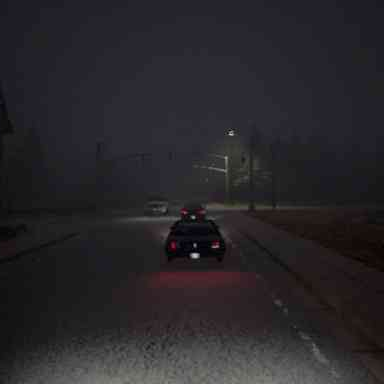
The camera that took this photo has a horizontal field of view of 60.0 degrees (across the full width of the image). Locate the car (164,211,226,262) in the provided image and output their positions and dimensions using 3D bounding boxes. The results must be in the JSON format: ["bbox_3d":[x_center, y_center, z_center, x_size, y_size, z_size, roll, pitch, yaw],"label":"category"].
[{"bbox_3d":[0.097,1.625,12.210,1.895,1.301,4.718,-1,0,0],"label":"car"}]

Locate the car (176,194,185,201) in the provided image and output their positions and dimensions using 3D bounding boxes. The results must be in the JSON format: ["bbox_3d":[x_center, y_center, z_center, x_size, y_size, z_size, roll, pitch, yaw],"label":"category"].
[{"bbox_3d":[-3.184,1.436,90.676,2.097,1.767,4.553,-1,0,2],"label":"car"}]

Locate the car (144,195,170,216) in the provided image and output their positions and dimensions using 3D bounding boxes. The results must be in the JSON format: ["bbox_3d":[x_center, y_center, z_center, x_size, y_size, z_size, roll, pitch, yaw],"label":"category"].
[{"bbox_3d":[-3.514,1.308,34.002,2.150,2.045,5.566,-1,0,0],"label":"car"}]

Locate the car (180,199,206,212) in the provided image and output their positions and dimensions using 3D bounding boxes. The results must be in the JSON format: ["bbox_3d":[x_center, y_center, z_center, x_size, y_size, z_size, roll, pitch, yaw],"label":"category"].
[{"bbox_3d":[0.097,1.554,25.314,1.812,1.442,4.674,-1,0,0],"label":"car"}]
